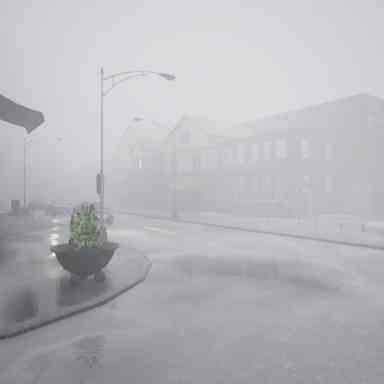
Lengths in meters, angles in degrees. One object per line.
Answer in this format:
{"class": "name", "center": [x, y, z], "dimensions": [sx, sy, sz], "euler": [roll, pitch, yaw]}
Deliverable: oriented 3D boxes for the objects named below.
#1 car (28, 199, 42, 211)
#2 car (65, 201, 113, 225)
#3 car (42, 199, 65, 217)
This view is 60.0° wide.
{"class": "car", "center": [-19.012, 1.547, 41.099], "dimensions": [2.033, 1.411, 5.357], "euler": [0, 0, -34]}
{"class": "car", "center": [-7.077, 1.492, 23.361], "dimensions": [2.128, 1.511, 4.902], "euler": [0, 0, -34]}
{"class": "car", "center": [-12.633, 1.526, 31.619], "dimensions": [1.812, 1.442, 4.674], "euler": [0, 0, -34]}
